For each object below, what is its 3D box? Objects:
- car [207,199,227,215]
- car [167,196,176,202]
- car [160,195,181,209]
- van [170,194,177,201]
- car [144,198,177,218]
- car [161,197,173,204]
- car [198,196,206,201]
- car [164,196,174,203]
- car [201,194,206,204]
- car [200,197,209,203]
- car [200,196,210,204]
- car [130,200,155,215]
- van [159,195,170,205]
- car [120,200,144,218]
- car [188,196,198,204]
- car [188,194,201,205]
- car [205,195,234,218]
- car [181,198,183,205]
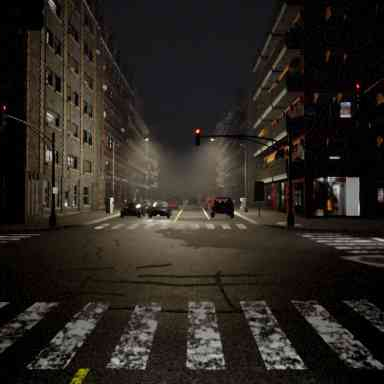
[{"bbox_3d":[2.651,1.540,35.830,1.752,1.417,4.829,1,0,0],"label":"car"},{"bbox_3d":[-5.137,1.764,85.693,2.008,1.369,4.403,1,0,0],"label":"car"},{"bbox_3d":[-2.762,1.501,42.873,1.882,1.535,5.008,0,0,0],"label":"car"},{"bbox_3d":[-5.123,1.589,91.259,1.690,1.788,3.998,1,0,0],"label":"van"},{"bbox_3d":[-2.790,1.559,30.279,2.033,1.411,5.357,0,0,0],"label":"car"},{"bbox_3d":[-5.169,1.667,69.003,2.008,1.369,4.403,1,0,0],"label":"car"},{"bbox_3d":[2.753,1.814,91.274,1.947,1.339,4.313,1,0,0],"label":"car"},{"bbox_3d":[-5.158,1.671,74.395,1.752,1.417,4.829,1,0,0],"label":"car"},{"bbox_3d":[2.664,1.336,41.225,2.192,1.841,5.009,1,0,0],"label":"car"},{"bbox_3d":[2.721,1.729,74.583,1.802,1.307,4.206,1,0,0],"label":"car"},{"bbox_3d":[2.712,1.557,69.023,1.967,1.590,4.097,1,0,0],"label":"car"},{"bbox_3d":[-5.230,1.581,35.631,1.947,1.339,4.313,1,0,0],"label":"car"},{"bbox_3d":[-5.175,1.428,63.439,1.690,1.788,3.998,1,0,0],"label":"van"},{"bbox_3d":[-5.241,1.577,30.070,1.947,1.339,4.313,1,0,0],"label":"car"},{"bbox_3d":[0.207,1.601,70.286,1.882,1.535,5.008,0,0,0],"label":"car"},{"bbox_3d":[0.221,1.550,59.847,1.882,1.535,5.008,0,0,0],"label":"car"},{"bbox_3d":[2.644,1.327,30.101,2.192,1.841,5.009,1,0,0],"label":"car"},{"bbox_3d":[-2.691,1.418,58.467,2.097,1.767,4.553,0,0,1],"label":"car"}]
